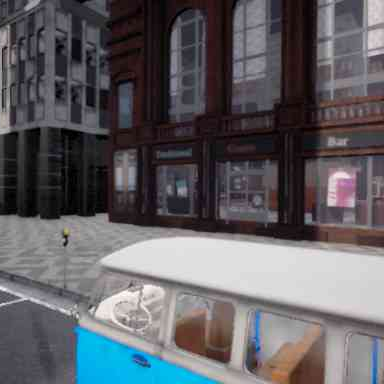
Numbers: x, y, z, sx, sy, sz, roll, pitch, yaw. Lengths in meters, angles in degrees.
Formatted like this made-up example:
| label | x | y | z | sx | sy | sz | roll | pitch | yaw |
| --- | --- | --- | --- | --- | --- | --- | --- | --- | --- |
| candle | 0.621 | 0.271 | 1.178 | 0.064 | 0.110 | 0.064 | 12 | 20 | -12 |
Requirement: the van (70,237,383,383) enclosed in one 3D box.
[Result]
| label | x | y | z | sx | sy | sz | roll | pitch | yaw |
| --- | --- | --- | --- | --- | --- | --- | --- | --- | --- |
| van | 0.820 | 1.337 | 2.374 | 3.998 | 1.788 | 1.690 | 1 | 0 | 35 |
